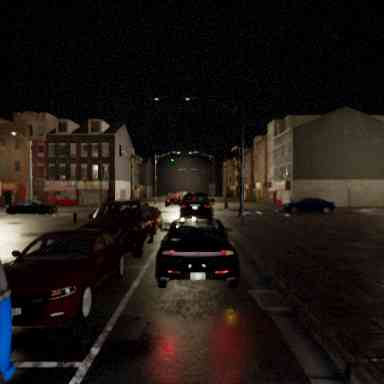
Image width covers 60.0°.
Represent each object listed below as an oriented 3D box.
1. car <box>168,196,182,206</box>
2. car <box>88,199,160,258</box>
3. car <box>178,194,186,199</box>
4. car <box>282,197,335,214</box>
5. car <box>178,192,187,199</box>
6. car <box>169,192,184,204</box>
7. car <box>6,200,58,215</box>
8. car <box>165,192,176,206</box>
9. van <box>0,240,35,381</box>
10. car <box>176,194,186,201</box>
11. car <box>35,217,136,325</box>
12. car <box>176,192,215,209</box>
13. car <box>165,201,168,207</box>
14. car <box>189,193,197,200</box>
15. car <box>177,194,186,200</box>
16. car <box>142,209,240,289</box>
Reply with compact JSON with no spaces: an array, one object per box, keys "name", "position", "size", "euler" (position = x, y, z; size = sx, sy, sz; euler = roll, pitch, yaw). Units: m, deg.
[{"name":"car","position":[-2.487,1.270,49.852],"size":[1.947,1.339,4.313],"euler":[0,0,0]},{"name":"car","position":[-2.605,1.234,12.582],"size":[2.192,1.841,5.009],"euler":[0,0,0]},{"name":"car","position":[-2.386,1.113,82.414],"size":[1.947,1.339,4.313],"euler":[0,0,0]},{"name":"car","position":[11.450,1.281,32.748],"size":[5.008,1.535,1.882],"euler":[0,1,0]},{"name":"car","position":[-2.371,0.838,87.839],"size":[2.192,1.841,5.009],"euler":[0,0,0]},{"name":"car","position":[-2.472,0.991,55.278],"size":[2.192,1.841,5.009],"euler":[0,0,0]},{"name":"car","position":[-14.360,1.381,29.922],"size":[4.181,1.385,1.994],"euler":[0,1,0]},{"name":"car","position":[-2.506,1.049,44.425],"size":[2.192,1.841,5.009],"euler":[0,0,0]},{"name":"van","position":[-2.638,1.329,1.714],"size":[1.690,1.788,3.998],"euler":[0,0,0]},{"name":"car","position":[-2.420,1.148,71.560],"size":[2.008,1.369,4.403],"euler":[0,0,0]},{"name":"car","position":[-2.620,1.498,7.149],"size":[1.887,1.381,4.507],"euler":[0,0,0]},{"name":"car","position":[0.455,1.072,24.057],"size":[2.150,2.045,5.566],"euler":[0,0,6]},{"name":"car","position":[-2.586,1.431,18.017],"size":[1.887,1.381,4.507],"euler":[0,0,0]},{"name":"car","position":[0.234,1.060,74.789],"size":[1.882,1.535,5.008],"euler":[0,0,0]},{"name":"car","position":[-2.404,1.098,76.817],"size":[1.752,1.417,4.829],"euler":[0,0,0]},{"name":"car","position":[0.128,1.433,9.010],"size":[2.128,1.511,4.902],"euler":[0,0,0]}]
